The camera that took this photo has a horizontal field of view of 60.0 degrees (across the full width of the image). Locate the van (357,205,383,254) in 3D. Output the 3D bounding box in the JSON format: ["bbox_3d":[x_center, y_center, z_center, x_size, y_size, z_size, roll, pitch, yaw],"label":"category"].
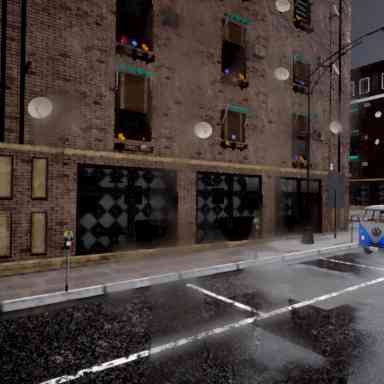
[{"bbox_3d":[7.671,1.345,12.104,3.998,1.788,1.690,0,1,-35],"label":"van"}]
